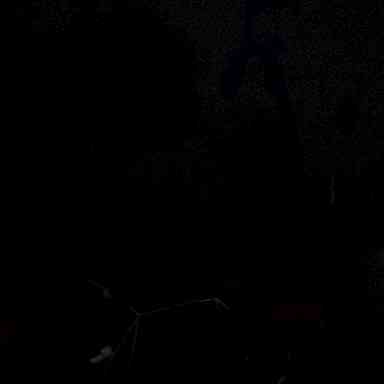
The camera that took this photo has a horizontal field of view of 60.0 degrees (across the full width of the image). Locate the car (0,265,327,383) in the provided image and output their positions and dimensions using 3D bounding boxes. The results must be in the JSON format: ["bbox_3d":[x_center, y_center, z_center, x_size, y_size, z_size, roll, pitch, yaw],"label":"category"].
[{"bbox_3d":[-0.742,1.602,3.470,4.718,1.301,1.895,0,0,-36],"label":"car"}]
